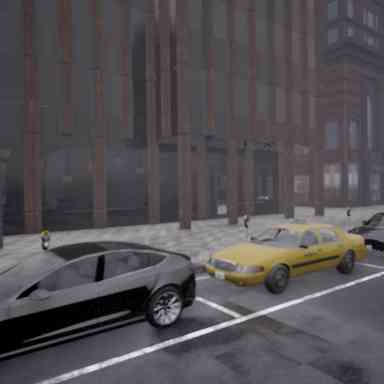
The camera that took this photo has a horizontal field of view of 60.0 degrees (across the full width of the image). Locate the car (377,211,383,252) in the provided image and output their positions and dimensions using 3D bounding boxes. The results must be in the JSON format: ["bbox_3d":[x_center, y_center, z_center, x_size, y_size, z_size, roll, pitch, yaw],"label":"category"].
[{"bbox_3d":[7.301,1.333,11.775,4.313,1.339,1.947,-1,1,-35],"label":"car"}]

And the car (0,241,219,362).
[{"bbox_3d":[-1.910,1.540,5.281,4.313,1.339,1.947,-1,1,-35],"label":"car"}]

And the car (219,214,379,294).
[{"bbox_3d":[2.556,1.399,8.430,4.829,1.417,1.752,-1,1,-35],"label":"car"}]
